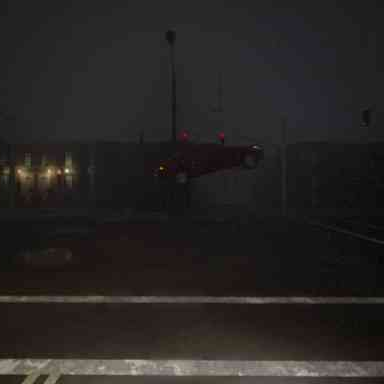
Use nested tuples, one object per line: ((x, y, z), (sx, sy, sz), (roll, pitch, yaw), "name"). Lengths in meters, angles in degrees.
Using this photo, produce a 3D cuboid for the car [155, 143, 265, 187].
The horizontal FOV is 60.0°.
((0.698, -1.324, 14.160), (4.674, 1.442, 1.812), (-14, 1, 0), "car")
